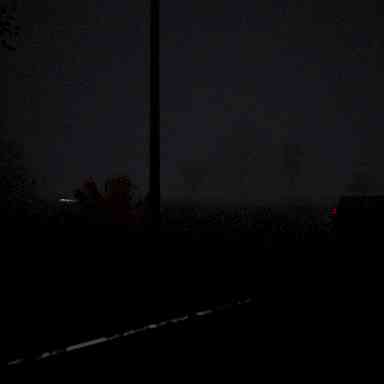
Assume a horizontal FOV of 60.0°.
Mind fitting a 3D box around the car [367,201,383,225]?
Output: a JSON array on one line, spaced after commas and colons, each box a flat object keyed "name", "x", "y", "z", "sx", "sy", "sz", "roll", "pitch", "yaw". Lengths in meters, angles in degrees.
[{"name": "car", "x": 14.234, "y": 1.437, "z": 21.429, "sx": 1.837, "sy": 1.490, "sz": 4.892, "roll": -1, "pitch": 1, "yaw": -35}]

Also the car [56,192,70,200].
[{"name": "car", "x": -25.609, "y": 0.780, "z": 65.936, "sx": 2.128, "sy": 1.511, "sz": 4.902, "roll": -1, "pitch": 1, "yaw": -34}]

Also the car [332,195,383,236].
[{"name": "car", "x": 9.570, "y": 1.197, "z": 15.894, "sx": 2.150, "sy": 2.045, "sz": 5.566, "roll": -1, "pitch": 1, "yaw": -35}]
